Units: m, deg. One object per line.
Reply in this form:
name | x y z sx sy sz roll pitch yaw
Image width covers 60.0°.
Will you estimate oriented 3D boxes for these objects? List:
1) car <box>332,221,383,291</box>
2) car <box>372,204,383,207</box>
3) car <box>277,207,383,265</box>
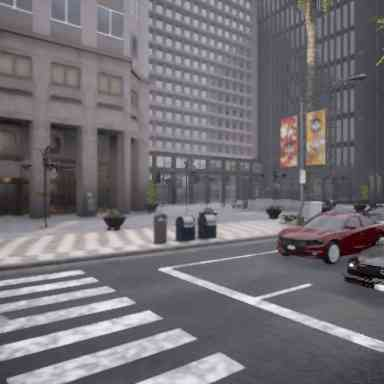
car | 6.005 1.545 8.249 5.357 1.411 2.033 0 0 -35
car | 12.125 1.507 20.731 4.786 1.482 2.161 0 0 -36
car | 5.163 1.475 11.935 5.008 1.535 1.882 0 0 -36
